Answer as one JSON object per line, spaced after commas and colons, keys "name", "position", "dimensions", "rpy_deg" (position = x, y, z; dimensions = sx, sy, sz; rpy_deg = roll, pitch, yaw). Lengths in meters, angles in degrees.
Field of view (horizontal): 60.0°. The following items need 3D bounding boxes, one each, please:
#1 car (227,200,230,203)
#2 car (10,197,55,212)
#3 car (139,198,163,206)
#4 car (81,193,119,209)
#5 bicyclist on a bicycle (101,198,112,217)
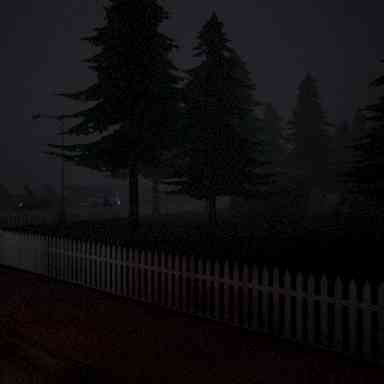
{"name": "car", "position": [6.843, 1.476, 61.424], "dimensions": [1.882, 1.535, 5.008], "rpy_deg": [0, 0, 34]}
{"name": "car", "position": [-18.020, 1.350, 37.618], "dimensions": [2.097, 1.767, 4.553], "rpy_deg": [0, 0, 34]}
{"name": "car", "position": [-6.790, 1.490, 54.083], "dimensions": [2.128, 1.511, 4.902], "rpy_deg": [0, 0, 35]}
{"name": "car", "position": [-12.526, 1.219, 45.694], "dimensions": [2.150, 2.045, 5.566], "rpy_deg": [0, 0, 34]}
{"name": "bicyclist on a bicycle", "position": [-7.164, 1.301, 27.826], "dimensions": [1.656, 1.620, 0.582], "rpy_deg": [0, 0, 34]}
